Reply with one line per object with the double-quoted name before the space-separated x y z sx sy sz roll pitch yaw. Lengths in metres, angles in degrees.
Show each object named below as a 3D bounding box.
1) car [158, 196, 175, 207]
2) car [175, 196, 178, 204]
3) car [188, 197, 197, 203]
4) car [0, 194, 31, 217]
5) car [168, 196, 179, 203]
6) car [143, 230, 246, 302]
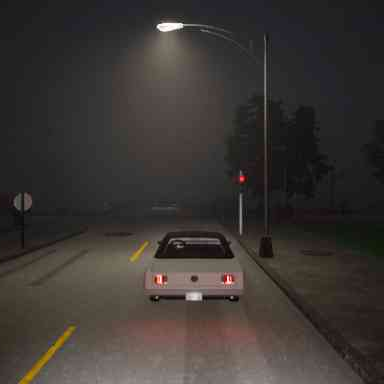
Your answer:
"car" -4.072 1.502 50.104 1.837 1.490 4.892 0 0 0
"car" -4.033 1.544 61.709 2.033 1.411 5.357 0 0 0
"car" 0.033 1.596 69.423 1.895 1.301 4.718 0 0 0
"car" -17.627 1.220 30.329 5.566 2.045 2.150 0 0 3
"car" -3.965 1.535 72.643 2.033 1.411 5.357 0 0 0
"car" 0.060 1.600 8.233 1.895 1.301 4.718 0 0 0
